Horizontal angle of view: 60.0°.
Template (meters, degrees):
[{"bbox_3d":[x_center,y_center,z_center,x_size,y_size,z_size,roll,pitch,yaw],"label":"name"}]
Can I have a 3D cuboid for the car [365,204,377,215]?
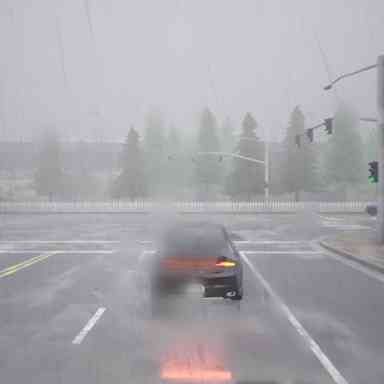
[{"bbox_3d":[18.733,1.422,30.750,5.008,1.535,1.882,0,0,1],"label":"car"}]

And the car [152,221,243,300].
[{"bbox_3d":[0.171,1.505,8.374,1.837,1.490,4.892,0,0,2],"label":"car"}]
